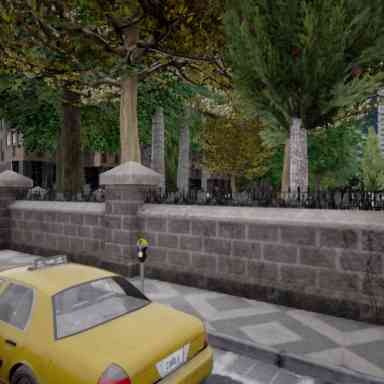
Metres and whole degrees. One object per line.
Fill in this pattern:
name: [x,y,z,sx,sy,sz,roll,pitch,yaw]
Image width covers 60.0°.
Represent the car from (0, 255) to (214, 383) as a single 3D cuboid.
car: [-2.052,1.525,4.419,4.829,1.417,1.752,0,0,35]
